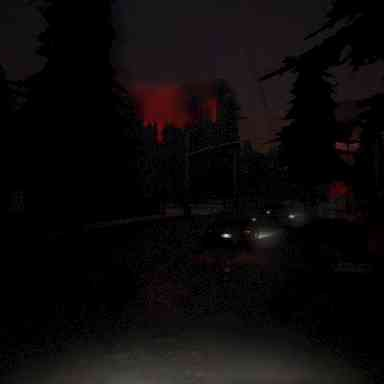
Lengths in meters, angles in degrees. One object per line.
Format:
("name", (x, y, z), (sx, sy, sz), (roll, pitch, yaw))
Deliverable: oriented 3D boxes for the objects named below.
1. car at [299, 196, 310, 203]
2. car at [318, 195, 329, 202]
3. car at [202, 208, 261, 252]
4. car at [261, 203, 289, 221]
("car", (24.405, 1.566, 71.976), (2.033, 1.411, 5.357), (0, 0, 27))
("car", (29.124, 1.408, 73.572), (2.033, 1.411, 5.357), (0, 0, 27))
("car", (1.733, 1.570, 14.094), (1.994, 1.385, 4.181), (0, 0, 14))
("car", (6.828, 1.571, 27.784), (1.994, 1.385, 4.181), (0, 0, 25))
